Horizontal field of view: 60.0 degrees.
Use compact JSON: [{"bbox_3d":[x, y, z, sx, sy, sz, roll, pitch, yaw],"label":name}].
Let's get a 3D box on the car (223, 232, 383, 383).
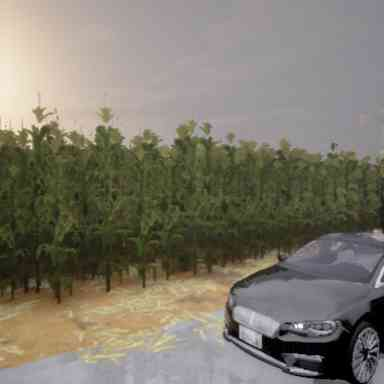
[{"bbox_3d":[2.696,1.466,5.418,4.902,1.511,2.128,0,0,-35],"label":"car"}]
